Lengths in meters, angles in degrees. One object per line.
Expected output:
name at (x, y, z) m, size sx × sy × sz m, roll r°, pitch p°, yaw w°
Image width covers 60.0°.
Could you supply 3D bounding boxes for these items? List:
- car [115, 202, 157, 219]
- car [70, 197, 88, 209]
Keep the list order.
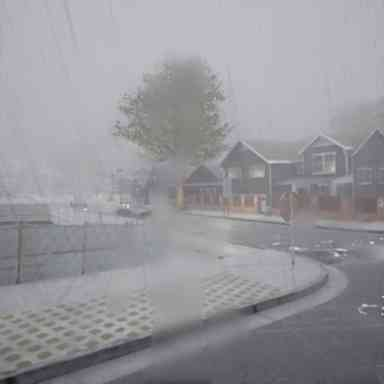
car at (-4.882, 1.570, 28.311) m, size 2.033 × 1.411 × 5.357 m, roll -3°, pitch 2°, yaw -32°
car at (-16.219, 1.532, 47.450) m, size 1.837 × 1.490 × 4.892 m, roll -3°, pitch 1°, yaw -29°
